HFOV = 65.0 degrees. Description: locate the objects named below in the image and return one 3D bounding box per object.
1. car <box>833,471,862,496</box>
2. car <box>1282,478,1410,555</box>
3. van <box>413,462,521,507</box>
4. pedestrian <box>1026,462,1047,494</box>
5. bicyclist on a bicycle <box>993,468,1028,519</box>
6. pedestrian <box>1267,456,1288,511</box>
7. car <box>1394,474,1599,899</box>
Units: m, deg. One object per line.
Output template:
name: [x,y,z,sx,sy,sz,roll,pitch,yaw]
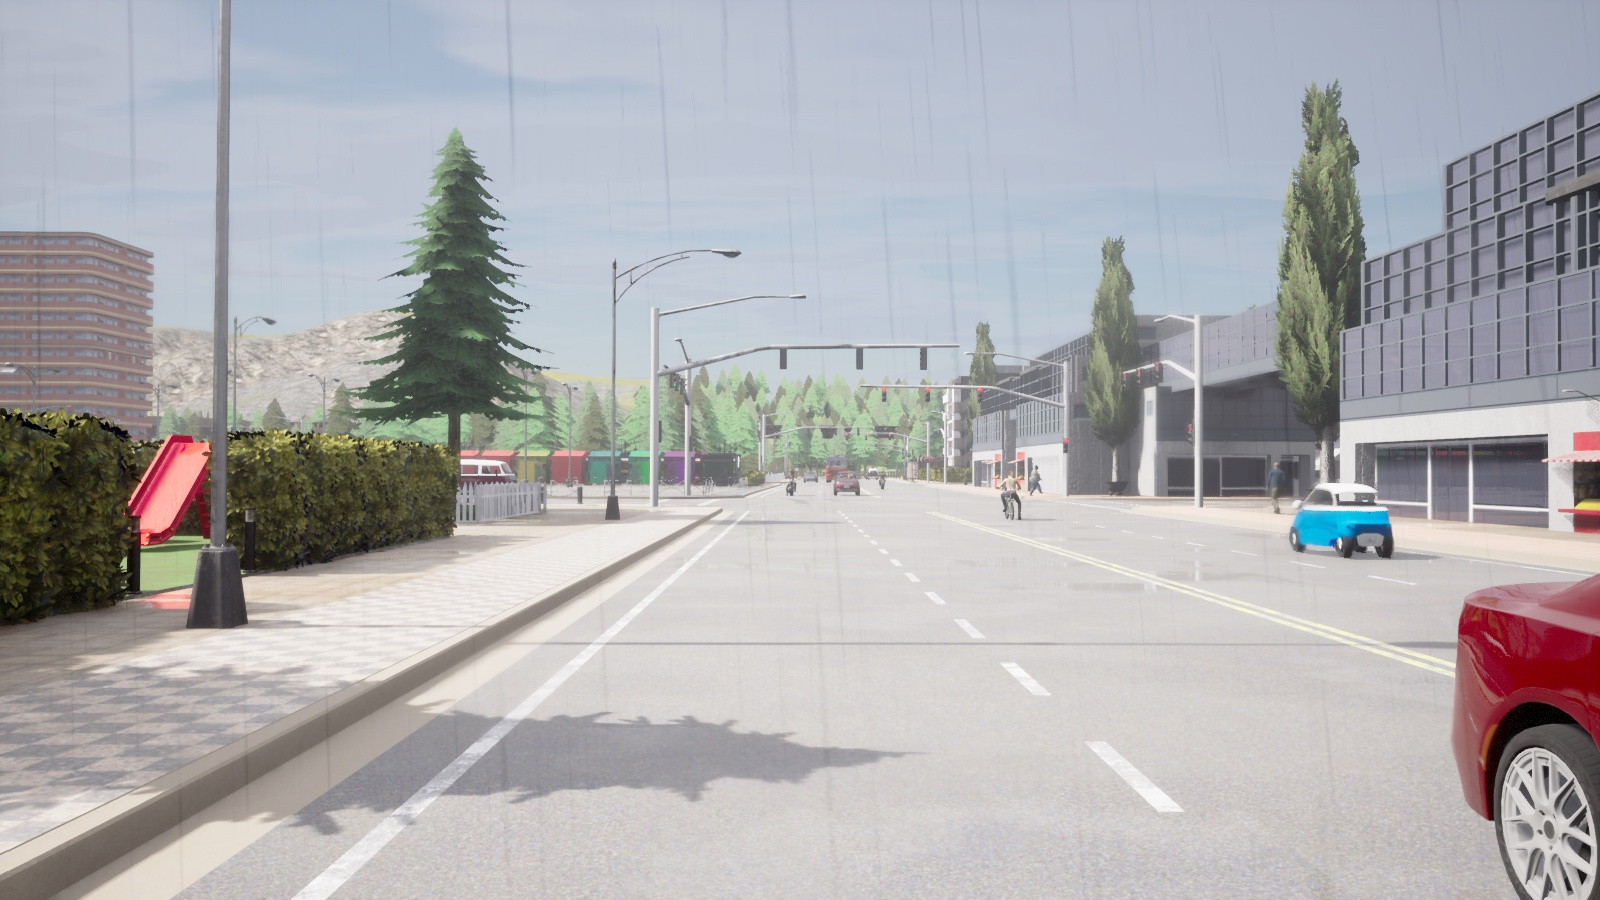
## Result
car: [3.028,2.141,81.198,1.789,1.549,3.705,0,-1,1]
car: [10.394,1.231,24.042,1.481,1.376,2.207,0,-1,0]
van: [-15.426,1.577,58.372,4.480,2.038,2.069,0,-1,0]
pedestrian: [13.699,1.636,72.695,0.900,1.855,0.874,0,-1,-12]
bicyclist on a bicycle: [6.817,1.407,40.777,0.866,1.612,1.509,0,-1,0]
pedestrian: [16.172,1.121,42.546,0.402,1.842,0.726,0,-1,0]
car: [3.484,0.826,2.846,1.882,1.535,5.008,0,-1,0]
